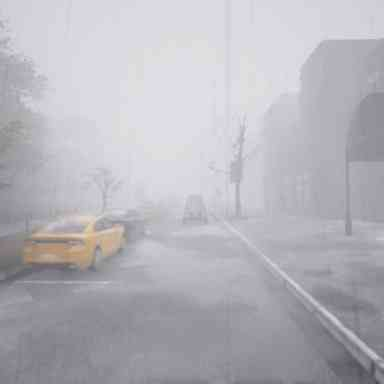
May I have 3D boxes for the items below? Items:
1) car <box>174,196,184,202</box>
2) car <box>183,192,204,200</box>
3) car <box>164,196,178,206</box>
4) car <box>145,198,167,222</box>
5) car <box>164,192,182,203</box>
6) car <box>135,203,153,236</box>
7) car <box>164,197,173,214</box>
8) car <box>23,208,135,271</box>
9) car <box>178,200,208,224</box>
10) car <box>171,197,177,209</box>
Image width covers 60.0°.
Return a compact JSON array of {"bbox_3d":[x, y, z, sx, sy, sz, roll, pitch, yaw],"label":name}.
[{"bbox_3d":[-3.212,1.671,83.967,2.002,1.452,4.674,0,0,3],"label":"car"},{"bbox_3d":[0.324,1.340,43.002,2.150,2.045,5.566,0,0,0],"label":"car"},{"bbox_3d":[-3.420,1.621,44.372,2.097,1.535,5.008,0,0,3],"label":"car"},{"bbox_3d":[-3.505,1.571,26.893,1.946,1.575,5.366,0,0,3],"label":"car"},{"bbox_3d":[-3.372,1.369,53.325,2.435,2.045,5.566,0,0,3],"label":"car"},{"bbox_3d":[-3.567,1.543,16.641,2.097,1.535,5.008,0,0,3],"label":"car"},{"bbox_3d":[-3.479,1.607,33.274,2.097,1.535,5.008,0,0,3],"label":"car"},{"bbox_3d":[-3.596,1.515,11.093,2.097,1.535,5.008,0,0,3],"label":"car"},{"bbox_3d":[0.232,1.616,25.687,2.033,1.411,5.357,0,0,0],"label":"car"},{"bbox_3d":[-3.449,1.625,38.830,2.231,1.521,4.892,0,-1,3],"label":"car"}]
